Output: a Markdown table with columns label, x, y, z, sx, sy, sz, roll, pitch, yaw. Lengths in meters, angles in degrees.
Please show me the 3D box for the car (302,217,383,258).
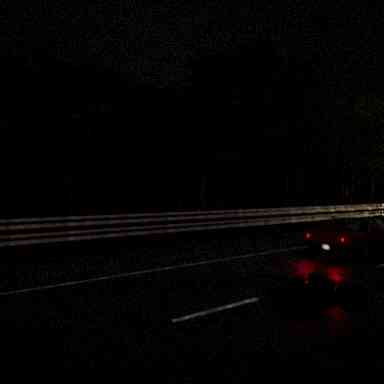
| label | x | y | z | sx | sy | sz | roll | pitch | yaw |
| --- | --- | --- | --- | --- | --- | --- | --- | --- | --- |
| car | 6.428 | 1.601 | 12.706 | 4.718 | 1.301 | 1.895 | 0 | 0 | -35 |
